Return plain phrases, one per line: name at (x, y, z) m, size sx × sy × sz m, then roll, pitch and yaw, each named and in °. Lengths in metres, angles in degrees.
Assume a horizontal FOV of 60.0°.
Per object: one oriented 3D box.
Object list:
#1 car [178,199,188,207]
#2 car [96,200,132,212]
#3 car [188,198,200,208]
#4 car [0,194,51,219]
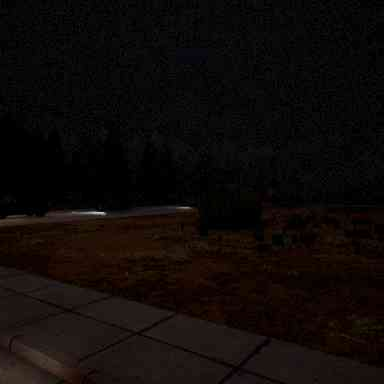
car at (0.164, 1.574, 50.936) m, size 2.033 × 1.411 × 5.357 m, roll 0°, pitch 0°, yaw 37°
car at (-8.998, 1.591, 38.587) m, size 1.994 × 1.385 × 4.181 m, roll 0°, pitch 0°, yaw 37°
car at (1.880, 1.591, 47.269) m, size 1.994 × 1.385 × 4.181 m, roll 0°, pitch 0°, yaw 39°
car at (-15.536, 1.248, 29.740) m, size 2.150 × 2.045 × 5.566 m, roll 0°, pitch 0°, yaw 36°
